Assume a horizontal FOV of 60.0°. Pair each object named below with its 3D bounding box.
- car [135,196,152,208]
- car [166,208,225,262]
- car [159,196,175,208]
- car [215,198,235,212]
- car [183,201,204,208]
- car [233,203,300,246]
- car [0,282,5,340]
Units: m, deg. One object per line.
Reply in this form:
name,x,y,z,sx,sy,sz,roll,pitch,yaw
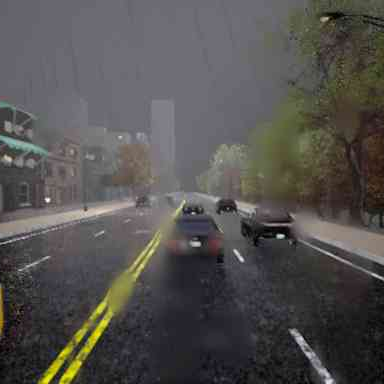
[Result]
car,-6.567,1.366,45.186,1.837,1.490,4.892,0,0,0
car,0.102,1.510,11.902,2.033,1.411,5.357,0,0,0
car,-3.319,1.366,45.177,1.837,1.490,4.892,0,0,0
car,3.357,1.374,33.365,1.882,1.535,5.008,0,0,0
car,0.106,1.506,30.510,1.895,1.301,4.718,0,0,0
car,3.353,1.445,15.000,2.128,1.511,4.902,0,0,0
car,-3.351,1.470,2.221,1.882,1.535,5.008,0,0,0
